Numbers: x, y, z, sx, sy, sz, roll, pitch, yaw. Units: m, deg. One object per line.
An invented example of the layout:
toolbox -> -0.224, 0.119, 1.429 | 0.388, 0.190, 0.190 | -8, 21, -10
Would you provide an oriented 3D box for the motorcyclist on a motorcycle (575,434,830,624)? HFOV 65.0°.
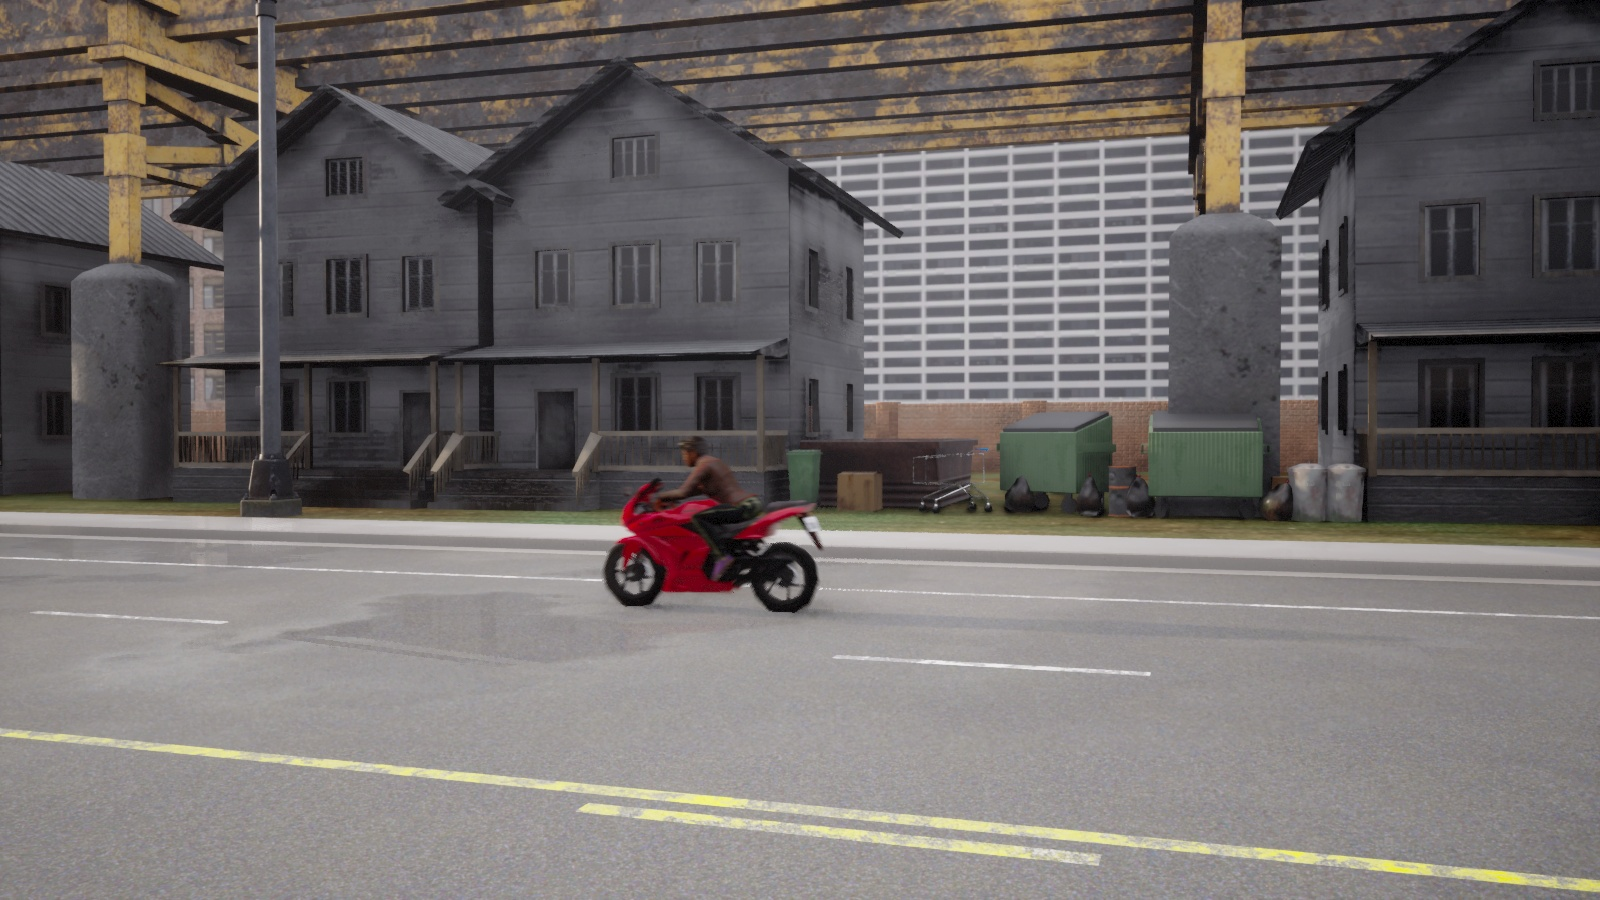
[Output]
motorcyclist on a motorcycle -> -0.839, 0.632, 10.836 | 2.044, 1.523, 0.797 | 1, 1, 18
